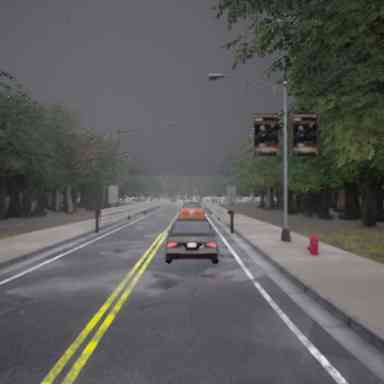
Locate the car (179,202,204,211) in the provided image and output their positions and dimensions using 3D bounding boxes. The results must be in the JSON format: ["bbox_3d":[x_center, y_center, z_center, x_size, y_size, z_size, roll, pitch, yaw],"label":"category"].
[{"bbox_3d":[-0.007,1.637,28.450,2.097,1.767,4.553,0,-1,0],"label":"car"}]

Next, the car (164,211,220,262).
[{"bbox_3d":[0.009,1.675,12.554,2.033,1.411,5.357,0,-1,0],"label":"car"}]
